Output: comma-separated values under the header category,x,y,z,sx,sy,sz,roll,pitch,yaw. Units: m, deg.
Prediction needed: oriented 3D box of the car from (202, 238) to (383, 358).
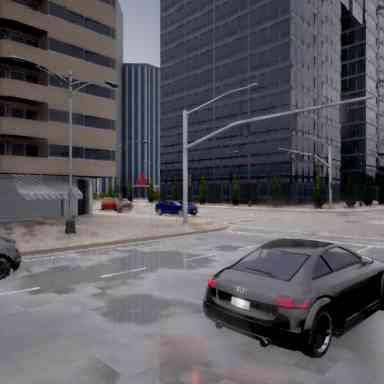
category,x,y,z,sx,sy,sz,roll,pitch,yaw
car,2.163,1.564,6.140,4.181,1.385,1.994,0,0,-43

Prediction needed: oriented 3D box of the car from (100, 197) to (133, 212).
category,x,y,z,sx,sy,sz,roll,pitch,yaw
car,-9.075,1.410,40.018,4.553,1.767,2.097,0,0,44

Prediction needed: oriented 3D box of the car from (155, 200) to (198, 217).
category,x,y,z,sx,sy,sz,roll,pitch,yaw
car,-1.561,1.533,32.636,5.008,1.535,1.882,0,0,44

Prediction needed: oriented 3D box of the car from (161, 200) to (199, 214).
category,x,y,z,sx,sy,sz,roll,pitch,yaw
car,-1.393,1.619,37.375,4.181,1.385,1.994,0,0,44

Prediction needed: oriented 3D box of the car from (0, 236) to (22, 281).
category,x,y,z,sx,sy,sz,roll,pitch,yaw
car,-6.522,1.564,8.132,4.181,1.385,1.994,0,0,-38

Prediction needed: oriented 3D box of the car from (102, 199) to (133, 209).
category,x,y,z,sx,sy,sz,roll,pitch,yaw
car,-10.430,1.656,46.248,4.718,1.301,1.895,0,0,45
